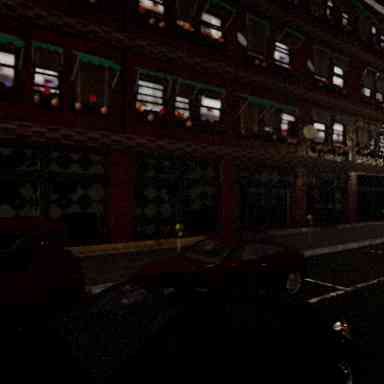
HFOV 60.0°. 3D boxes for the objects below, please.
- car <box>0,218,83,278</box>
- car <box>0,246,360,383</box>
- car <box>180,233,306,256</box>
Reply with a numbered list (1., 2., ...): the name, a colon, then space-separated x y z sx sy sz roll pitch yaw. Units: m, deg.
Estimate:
1. car: -3.762 1.316 3.859 5.009 1.841 2.192 0 1 -35
2. car: -0.284 1.564 3.147 4.181 1.385 1.994 0 0 -35
3. car: 0.773 1.581 7.095 4.206 1.307 1.802 0 1 -35
